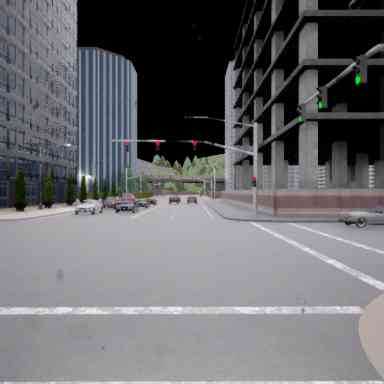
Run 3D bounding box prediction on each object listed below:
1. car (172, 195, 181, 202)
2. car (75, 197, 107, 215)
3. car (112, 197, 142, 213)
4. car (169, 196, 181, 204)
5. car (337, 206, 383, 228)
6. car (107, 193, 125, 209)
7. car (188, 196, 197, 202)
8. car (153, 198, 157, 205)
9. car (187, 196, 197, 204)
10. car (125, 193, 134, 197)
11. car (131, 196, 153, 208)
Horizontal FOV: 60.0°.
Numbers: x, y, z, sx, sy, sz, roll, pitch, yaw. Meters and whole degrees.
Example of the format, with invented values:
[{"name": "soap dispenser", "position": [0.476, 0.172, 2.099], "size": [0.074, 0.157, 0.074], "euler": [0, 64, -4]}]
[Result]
[{"name": "car", "position": [-3.473, 1.508, 73.644], "size": [1.812, 1.442, 4.674], "euler": [0, 0, 0]}, {"name": "car", "position": [-10.586, 1.526, 34.443], "size": [1.812, 1.442, 4.674], "euler": [0, 0, 0]}, {"name": "car", "position": [-7.086, 1.564, 36.760], "size": [1.994, 1.385, 4.181], "euler": [0, 0, 0]}, {"name": "car", "position": [-3.476, 1.505, 64.570], "size": [1.837, 1.490, 4.892], "euler": [0, 0, 0]}, {"name": "car", "position": [11.888, 1.545, 21.239], "size": [4.718, 1.301, 1.895], "euler": [0, 0, 0]}, {"name": "car", "position": [-10.583, 1.352, 43.376], "size": [2.097, 1.767, 4.553], "euler": [0, 0, 0]}, {"name": "car", "position": [0.027, 1.579, 73.673], "size": [1.895, 1.301, 4.718], "euler": [0, 0, 0]}, {"name": "car", "position": [-7.062, 1.601, 56.709], "size": [1.895, 1.301, 4.718], "euler": [0, 0, 0]}, {"name": "car", "position": [0.024, 1.492, 64.567], "size": [2.128, 1.511, 4.902], "euler": [0, 0, 0]}, {"name": "car", "position": [-10.576, 1.221, 53.792], "size": [2.150, 2.045, 5.566], "euler": [0, 0, 0]}, {"name": "car", "position": [-7.082, 1.564, 46.669], "size": [1.994, 1.385, 4.181], "euler": [0, 0, 0]}]
